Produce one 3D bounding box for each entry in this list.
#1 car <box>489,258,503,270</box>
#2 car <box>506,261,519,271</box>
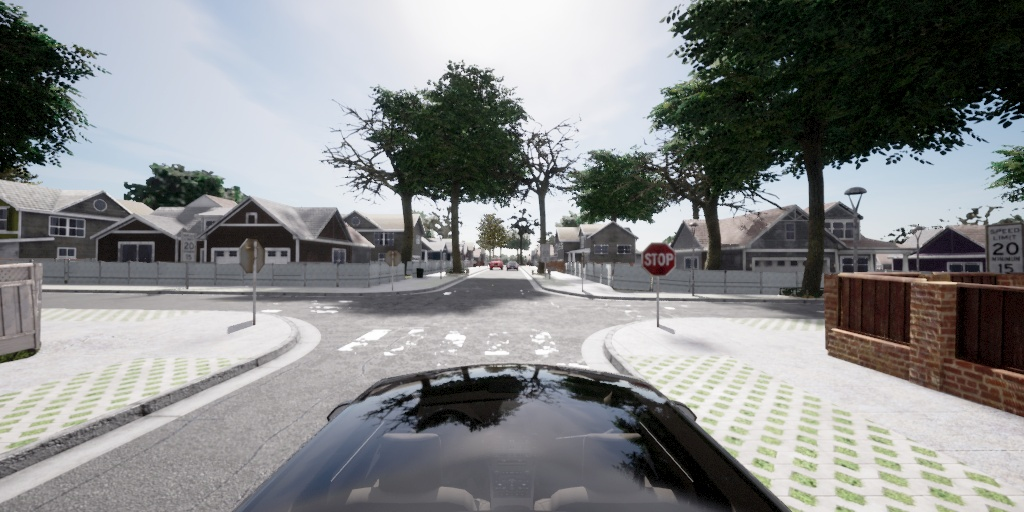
[{"bbox_3d":[-2.675,1.370,62.362,2.150,2.045,5.566,0,-1,0],"label":"car"},{"bbox_3d":[0.070,1.685,56.996,1.895,1.301,4.718,0,-1,0],"label":"car"}]
